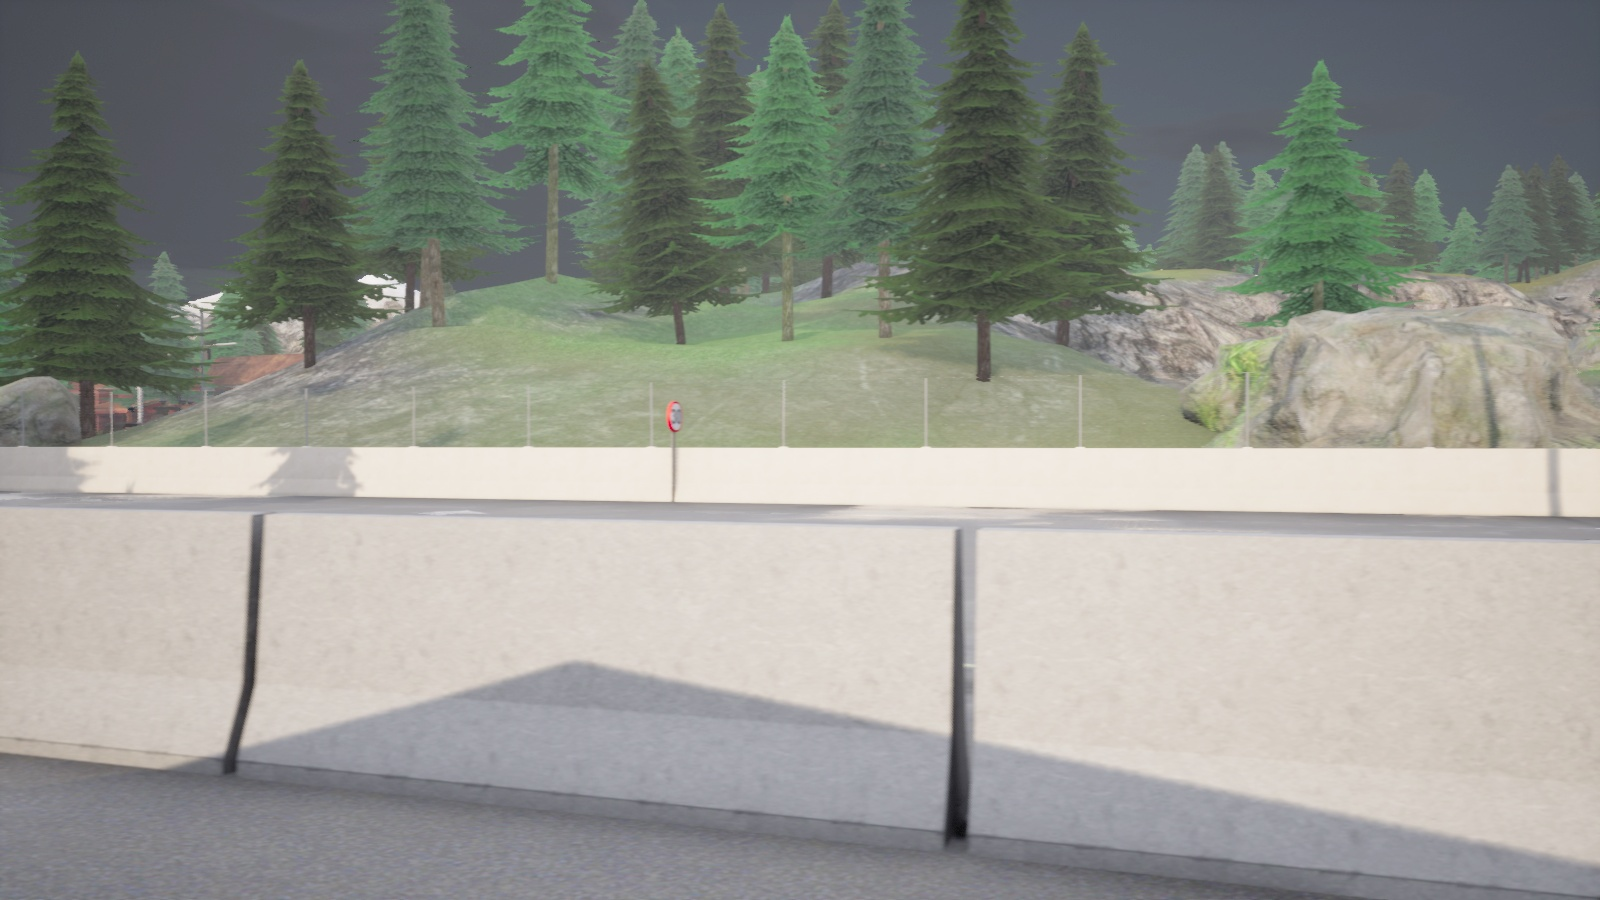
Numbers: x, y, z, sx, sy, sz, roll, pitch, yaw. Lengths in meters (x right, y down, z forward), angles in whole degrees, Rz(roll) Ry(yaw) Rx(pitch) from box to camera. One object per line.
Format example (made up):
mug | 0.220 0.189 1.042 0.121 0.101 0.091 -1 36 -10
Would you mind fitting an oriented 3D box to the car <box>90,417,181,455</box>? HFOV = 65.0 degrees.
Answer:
car | -34.176 -0.738 64.695 1.905 1.878 3.866 1 1 19
